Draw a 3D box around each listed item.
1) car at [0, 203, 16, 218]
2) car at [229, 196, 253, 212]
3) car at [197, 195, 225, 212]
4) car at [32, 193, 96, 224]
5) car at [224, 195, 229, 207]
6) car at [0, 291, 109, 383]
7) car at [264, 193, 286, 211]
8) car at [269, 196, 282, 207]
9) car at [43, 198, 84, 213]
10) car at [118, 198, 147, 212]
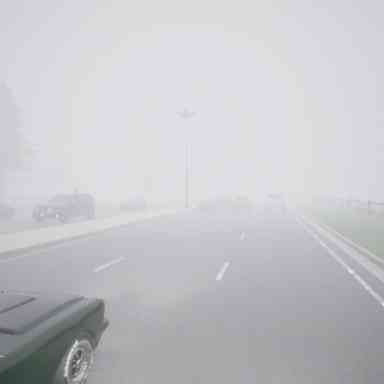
[{"bbox_3d":[-16.102,1.474,26.296,1.994,1.385,4.181,0,0,14],"label":"car"},{"bbox_3d":[5.760,1.225,37.549,2.097,1.767,4.553,0,0,14],"label":"car"},{"bbox_3d":[1.995,1.422,37.091,2.033,1.411,5.357,0,0,14],"label":"car"},{"bbox_3d":[-9.283,1.135,24.742,2.150,2.045,5.566,0,0,13],"label":"car"},{"bbox_3d":[4.671,1.190,47.892,2.097,1.767,4.553,0,0,15],"label":"car"},{"bbox_3d":[-2.493,1.592,2.452,1.895,1.301,4.718,0,0,14],"label":"car"},{"bbox_3d":[9.495,1.091,38.078,2.150,2.045,5.566,0,0,14],"label":"car"},{"bbox_3d":[12.302,1.359,49.140,1.812,1.442,4.674,0,0,14],"label":"car"},{"bbox_3d":[-13.814,1.403,36.059,1.812,1.442,4.674,0,0,14],"label":"car"},{"bbox_3d":[-6.472,1.402,36.631,1.812,1.442,4.674,0,1,14],"label":"car"}]
